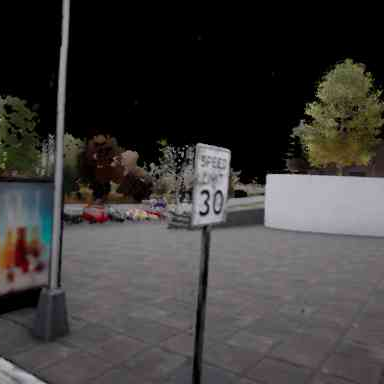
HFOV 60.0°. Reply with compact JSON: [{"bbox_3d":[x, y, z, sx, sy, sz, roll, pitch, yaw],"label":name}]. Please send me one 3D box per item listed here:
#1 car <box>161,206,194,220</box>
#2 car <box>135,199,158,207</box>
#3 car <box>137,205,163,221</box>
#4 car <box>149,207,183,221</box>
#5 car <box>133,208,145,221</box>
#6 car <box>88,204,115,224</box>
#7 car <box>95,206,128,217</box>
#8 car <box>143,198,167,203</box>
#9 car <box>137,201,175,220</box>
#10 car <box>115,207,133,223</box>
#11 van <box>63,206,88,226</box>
[{"bbox_3d":[-2.406,3.496,55.344,4.892,1.521,2.231,6,2,16],"label":"car"},{"bbox_3d":[-10.047,2.437,73.441,1.882,1.535,5.008,6,2,36],"label":"car"},{"bbox_3d":[-7.483,3.250,47.991,5.366,1.575,1.946,6,2,16],"label":"car"},{"bbox_3d":[-4.133,3.438,52.911,4.792,1.488,2.163,6,2,16],"label":"car"},{"bbox_3d":[-9.425,3.189,45.610,4.674,1.452,2.002,6,2,16],"label":"car"},{"bbox_3d":[-12.956,2.724,40.732,5.566,2.045,2.435,6,2,16],"label":"car"},{"bbox_3d":[-12.111,2.897,50.428,1.895,1.301,4.718,6,2,35],"label":"car"},{"bbox_3d":[-7.617,2.426,71.663,2.150,2.045,5.566,6,2,36],"label":"car"},{"bbox_3d":[-5.858,3.073,50.464,5.566,2.045,2.435,6,2,16],"label":"car"},{"bbox_3d":[-11.130,2.816,43.157,5.566,2.045,2.435,6,2,16],"label":"car"},{"bbox_3d":[-14.819,2.653,38.333,4.442,1.987,1.878,6,2,16],"label":"van"}]
